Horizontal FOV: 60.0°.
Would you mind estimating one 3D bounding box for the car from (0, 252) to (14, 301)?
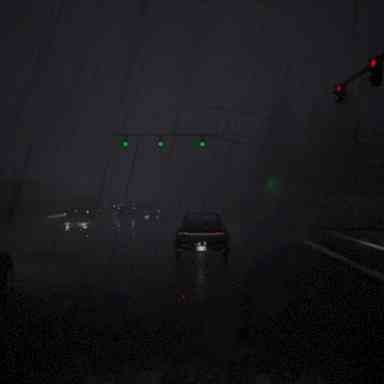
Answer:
[{"bbox_3d":[-4.364,1.477,5.179,1.882,1.535,5.008,0,0,-13],"label":"car"}]

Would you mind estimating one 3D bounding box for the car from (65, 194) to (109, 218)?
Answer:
[{"bbox_3d":[-9.754,1.254,30.823,2.150,2.045,5.566,0,0,1],"label":"car"}]

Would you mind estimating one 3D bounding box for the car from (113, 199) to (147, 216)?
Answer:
[{"bbox_3d":[-6.182,1.646,33.750,1.895,1.301,4.718,0,0,1],"label":"car"}]

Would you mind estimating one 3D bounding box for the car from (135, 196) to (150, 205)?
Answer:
[{"bbox_3d":[-9.016,1.563,60.624,1.882,1.535,5.008,0,0,1],"label":"car"}]

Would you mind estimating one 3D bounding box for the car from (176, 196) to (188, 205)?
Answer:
[{"bbox_3d":[-1.869,1.455,62.745,2.097,1.767,4.553,0,0,1],"label":"car"}]

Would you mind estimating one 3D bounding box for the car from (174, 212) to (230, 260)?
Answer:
[{"bbox_3d":[0.396,1.514,12.612,2.128,1.511,4.902,0,0,2],"label":"car"}]

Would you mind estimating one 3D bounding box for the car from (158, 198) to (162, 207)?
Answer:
[{"bbox_3d":[-5.726,1.604,52.335,1.812,1.442,4.674,0,0,1],"label":"car"}]

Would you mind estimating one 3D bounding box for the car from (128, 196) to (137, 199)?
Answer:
[{"bbox_3d":[-9.280,1.419,50.556,2.097,1.767,4.553,0,0,2],"label":"car"}]

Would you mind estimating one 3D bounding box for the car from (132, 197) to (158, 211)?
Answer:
[{"bbox_3d":[-5.984,1.625,42.516,1.994,1.385,4.181,0,0,2],"label":"car"}]

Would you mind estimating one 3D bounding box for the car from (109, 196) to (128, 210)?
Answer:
[{"bbox_3d":[-9.530,1.555,40.648,1.837,1.490,4.892,0,0,1],"label":"car"}]
